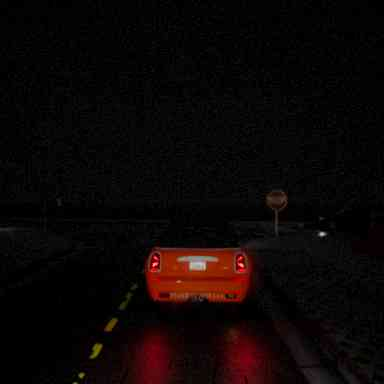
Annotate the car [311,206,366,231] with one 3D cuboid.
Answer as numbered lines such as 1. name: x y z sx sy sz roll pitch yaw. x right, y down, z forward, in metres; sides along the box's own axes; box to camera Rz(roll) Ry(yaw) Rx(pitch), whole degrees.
1. car: 10.332 1.648 21.508 5.008 1.535 1.882 1 0 0

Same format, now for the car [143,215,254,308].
1. car: 0.182 1.359 8.153 2.097 1.767 4.553 0 0 2

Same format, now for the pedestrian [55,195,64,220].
1. pedestrian: -9.673 1.084 24.315 0.375 1.860 0.375 0 -1 0
